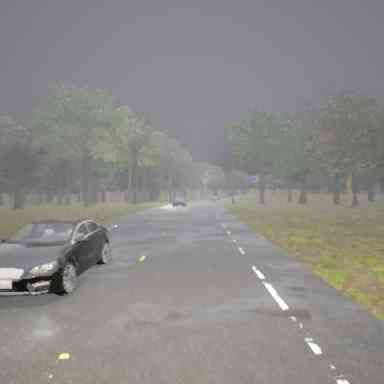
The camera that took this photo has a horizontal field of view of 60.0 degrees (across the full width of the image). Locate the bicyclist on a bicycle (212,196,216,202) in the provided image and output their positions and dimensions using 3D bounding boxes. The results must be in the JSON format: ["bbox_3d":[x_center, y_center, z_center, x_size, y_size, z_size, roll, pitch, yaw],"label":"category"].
[{"bbox_3d":[5.980,1.916,89.807,0.866,1.612,1.509,0,-1,6],"label":"bicyclist on a bicycle"}]

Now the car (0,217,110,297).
[{"bbox_3d":[-3.519,1.461,8.674,2.128,1.511,4.902,0,0,1],"label":"car"}]

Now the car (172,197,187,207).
[{"bbox_3d":[-1.885,1.531,51.240,1.882,1.535,5.008,0,-1,4],"label":"car"}]

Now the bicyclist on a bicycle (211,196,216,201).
[{"bbox_3d":[5.073,1.811,81.101,0.866,1.612,1.509,0,-1,6],"label":"bicyclist on a bicycle"}]
